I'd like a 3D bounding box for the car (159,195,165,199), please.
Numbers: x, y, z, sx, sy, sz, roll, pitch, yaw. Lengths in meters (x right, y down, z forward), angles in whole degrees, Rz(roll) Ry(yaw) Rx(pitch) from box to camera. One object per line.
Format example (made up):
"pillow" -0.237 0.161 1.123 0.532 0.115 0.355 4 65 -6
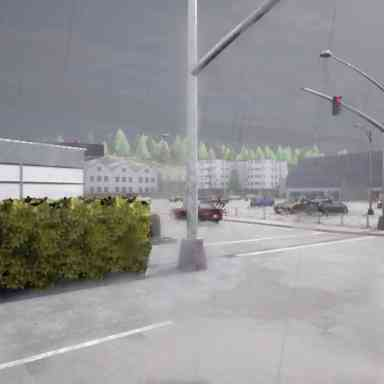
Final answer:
"car" -6.819 1.286 93.897 5.008 1.535 1.882 0 0 -35

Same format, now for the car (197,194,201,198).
"car" 1.842 1.298 76.876 4.514 1.523 2.007 0 0 -35

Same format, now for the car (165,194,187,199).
"car" -2.397 1.097 65.455 4.605 1.855 1.932 0 0 -35

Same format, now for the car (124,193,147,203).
"car" -10.730 1.077 63.648 3.866 1.878 1.905 0 0 -35

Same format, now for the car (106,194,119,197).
"car" -19.716 1.334 84.951 4.902 1.511 2.128 0 0 -35

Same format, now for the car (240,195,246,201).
"car" 13.656 1.154 72.827 5.027 1.636 2.152 0 0 -35

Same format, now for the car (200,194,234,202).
"car" 4.147 1.298 54.832 4.514 1.523 2.007 0 0 -35

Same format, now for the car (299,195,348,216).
"car" 12.152 1.340 29.963 4.514 1.523 2.007 0 0 -35

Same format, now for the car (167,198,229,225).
"car" 0.207 1.477 24.334 1.882 1.535 5.008 0 0 -33

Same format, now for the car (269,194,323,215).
"car" 10.314 1.330 32.506 5.027 1.636 2.152 0 0 -35

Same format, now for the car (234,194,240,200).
"car" 9.719 1.232 77.905 3.806 1.475 1.970 0 0 -35

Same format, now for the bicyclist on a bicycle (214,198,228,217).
"bicyclist on a bicycle" 2.394 1.301 28.039 1.656 1.620 0.582 0 0 -35

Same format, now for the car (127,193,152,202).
"car" -9.329 1.361 60.572 3.806 1.475 1.970 0 0 -35

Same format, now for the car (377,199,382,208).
"car" 25.707 1.384 43.066 3.806 1.475 1.970 0 0 -35

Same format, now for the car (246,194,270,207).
"car" 9.830 1.320 46.612 3.633 1.501 1.845 0 0 -35
